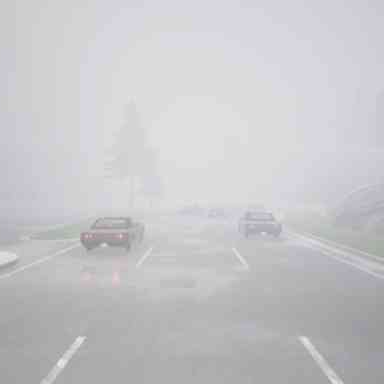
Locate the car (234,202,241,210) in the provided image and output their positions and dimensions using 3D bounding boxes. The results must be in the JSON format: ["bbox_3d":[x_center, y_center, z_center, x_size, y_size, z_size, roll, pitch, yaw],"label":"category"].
[{"bbox_3d":[5.565,2.031,43.450,1.812,1.442,4.674,0,-1,16],"label":"car"}]

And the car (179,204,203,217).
[{"bbox_3d":[0.083,2.031,36.936,1.895,1.301,4.718,0,-1,16],"label":"car"}]

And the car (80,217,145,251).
[{"bbox_3d":[-3.356,1.777,15.062,1.895,1.301,4.718,0,-1,1],"label":"car"}]

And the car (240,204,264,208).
[{"bbox_3d":[6.602,1.948,34.387,2.033,1.411,5.357,0,-1,16],"label":"car"}]

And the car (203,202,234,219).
[{"bbox_3d":[2.728,1.913,33.275,1.812,1.442,4.674,0,-1,15],"label":"car"}]

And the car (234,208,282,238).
[{"bbox_3d":[3.764,1.825,19.236,1.895,1.301,4.718,0,-1,2],"label":"car"}]
